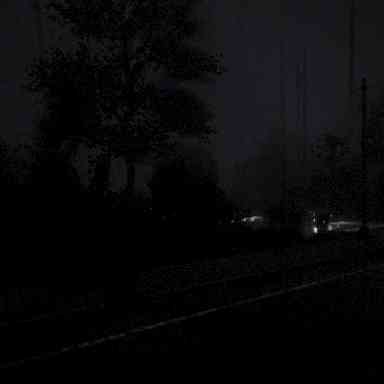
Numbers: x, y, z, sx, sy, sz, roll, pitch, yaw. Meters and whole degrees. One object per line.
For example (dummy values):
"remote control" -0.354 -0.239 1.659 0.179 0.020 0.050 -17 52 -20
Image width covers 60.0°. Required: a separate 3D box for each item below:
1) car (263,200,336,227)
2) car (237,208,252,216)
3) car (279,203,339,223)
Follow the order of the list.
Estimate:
"car" 7.309 1.417 23.648 2.097 1.767 4.553 0 -1 -38
"car" 3.929 1.759 33.222 1.994 1.385 4.181 0 -1 -41
"car" 9.323 1.640 26.772 1.994 1.385 4.181 0 -1 -39
